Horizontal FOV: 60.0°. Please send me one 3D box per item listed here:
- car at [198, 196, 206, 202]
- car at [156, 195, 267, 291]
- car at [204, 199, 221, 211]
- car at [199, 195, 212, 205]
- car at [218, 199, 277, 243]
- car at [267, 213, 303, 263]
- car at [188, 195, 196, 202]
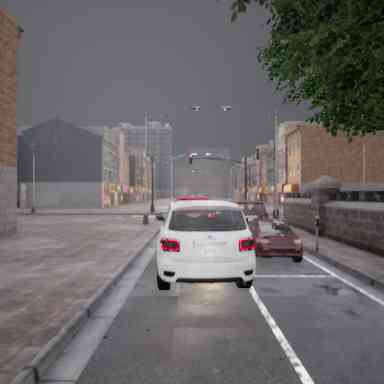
[{"bbox_3d":[2.606,1.779,87.148,2.008,1.369,4.403,0,0,0],"label":"car"},{"bbox_3d":[0.179,1.227,9.227,2.150,2.045,5.566,0,0,-4],"label":"car"},{"bbox_3d":[2.625,1.612,43.649,1.887,1.381,4.507,1,0,0],"label":"car"},{"bbox_3d":[2.618,1.452,65.399,2.192,1.841,5.009,1,0,0],"label":"car"},{"bbox_3d":[2.639,1.330,17.219,2.192,1.841,5.009,1,0,0],"label":"car"},{"bbox_3d":[2.639,1.590,11.770,1.802,1.307,4.206,1,0,0],"label":"car"},{"bbox_3d":[-0.036,1.568,83.839,2.097,1.767,4.553,0,0,0],"label":"car"}]
